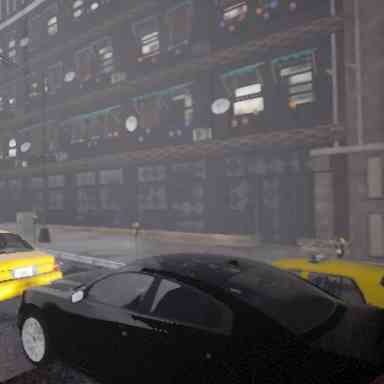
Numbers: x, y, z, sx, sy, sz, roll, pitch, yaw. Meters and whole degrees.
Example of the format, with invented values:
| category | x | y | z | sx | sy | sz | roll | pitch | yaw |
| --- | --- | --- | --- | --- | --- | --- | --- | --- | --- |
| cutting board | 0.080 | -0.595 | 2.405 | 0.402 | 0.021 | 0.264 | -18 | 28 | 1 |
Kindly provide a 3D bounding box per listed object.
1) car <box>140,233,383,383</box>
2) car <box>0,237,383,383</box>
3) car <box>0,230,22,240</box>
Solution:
| category | x | y | z | sx | sy | sz | roll | pitch | yaw |
| --- | --- | --- | --- | --- | --- | --- | --- | --- | --- |
| car | 1.599 | 1.565 | 4.979 | 4.829 | 1.417 | 1.752 | 0 | -2 | 36 |
| car | -0.219 | 1.507 | 4.127 | 5.008 | 1.535 | 1.882 | 0 | 0 | 36 |
| car | -5.222 | 1.496 | 7.779 | 5.366 | 1.575 | 1.801 | 0 | 0 | 36 |
